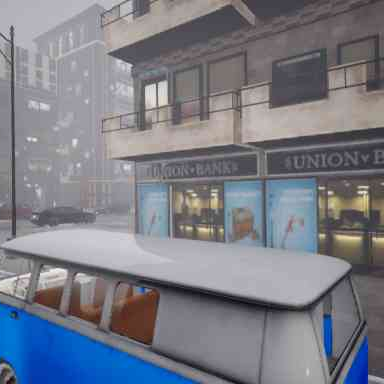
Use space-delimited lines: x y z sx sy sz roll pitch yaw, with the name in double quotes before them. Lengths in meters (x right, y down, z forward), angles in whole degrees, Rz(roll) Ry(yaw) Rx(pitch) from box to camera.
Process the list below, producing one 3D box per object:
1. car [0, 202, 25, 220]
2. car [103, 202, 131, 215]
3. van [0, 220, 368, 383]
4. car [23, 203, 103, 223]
"car" -15.324 1.608 27.343 1.967 1.590 4.097 -2 -1 36
"car" -8.644 1.798 36.426 1.947 1.339 4.313 -2 -1 36
"van" -0.479 1.342 3.202 3.998 1.788 1.690 0 -1 36
"car" -8.573 1.583 22.375 1.947 1.339 4.313 -2 -1 36
